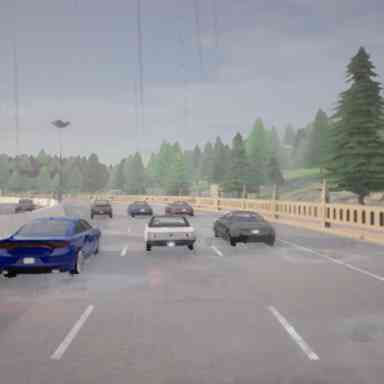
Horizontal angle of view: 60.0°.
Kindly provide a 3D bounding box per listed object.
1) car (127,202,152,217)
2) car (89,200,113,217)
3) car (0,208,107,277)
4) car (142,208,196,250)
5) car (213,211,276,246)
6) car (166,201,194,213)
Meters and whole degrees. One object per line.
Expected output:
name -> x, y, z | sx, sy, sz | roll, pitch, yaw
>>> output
car -> -4.902, 1.574, 31.125 | 1.994, 1.385, 4.181 | 0, 0, -16
car -> -8.364, 1.508, 30.548 | 2.128, 1.511, 4.902 | 0, 0, -17
car -> -4.117, 1.486, 10.387 | 1.882, 1.535, 5.008 | 0, 0, -5
car -> -1.065, 1.603, 14.265 | 1.895, 1.301, 4.718 | 0, 0, -8
car -> 2.270, 1.559, 15.323 | 1.994, 1.385, 4.181 | 0, 0, -8
car -> -1.251, 1.566, 31.124 | 1.994, 1.385, 4.181 | 0, 0, -16
